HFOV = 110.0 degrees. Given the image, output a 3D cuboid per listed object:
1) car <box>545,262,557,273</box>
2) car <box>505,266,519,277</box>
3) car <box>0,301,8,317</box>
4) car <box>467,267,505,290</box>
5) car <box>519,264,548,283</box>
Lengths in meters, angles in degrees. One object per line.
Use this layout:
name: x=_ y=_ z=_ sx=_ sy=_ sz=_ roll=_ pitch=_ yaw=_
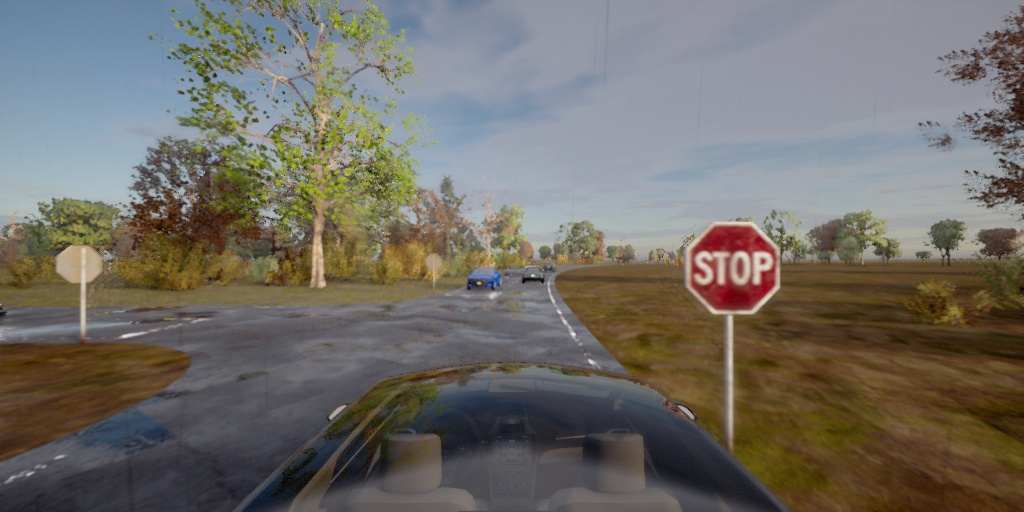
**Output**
car: x=6.285 y=1.812 z=59.182 sx=2.097 sy=1.767 sz=4.553 roll=0 pitch=-1 yaw=12
car: x=0.243 y=1.870 z=43.751 sx=1.895 sy=1.301 sz=4.718 roll=0 pitch=-1 yaw=9
car: x=-18.411 y=1.428 z=10.353 sx=5.357 sy=1.411 sz=2.033 roll=0 pitch=-1 yaw=-2
car: x=-1.908 y=1.525 z=25.691 sx=1.882 sy=1.535 sz=5.008 roll=0 pitch=-1 yaw=5
car: x=2.028 y=1.702 z=32.877 sx=1.994 sy=1.385 sz=4.181 roll=0 pitch=-1 yaw=6
